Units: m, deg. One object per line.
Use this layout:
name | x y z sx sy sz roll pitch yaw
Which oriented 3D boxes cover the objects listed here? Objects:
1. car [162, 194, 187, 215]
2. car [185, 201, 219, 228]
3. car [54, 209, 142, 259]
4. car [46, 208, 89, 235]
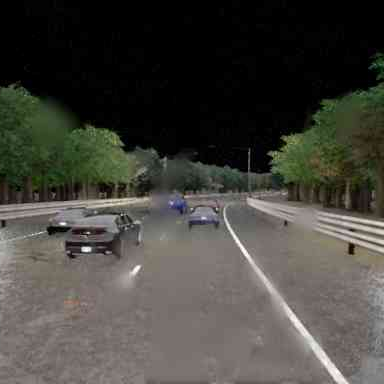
car | -1.766 1.240 34.894 2.150 2.045 5.566 0 0 5
car | 0.828 1.569 22.425 1.994 1.385 4.181 0 0 3
car | -3.136 1.500 12.552 1.837 1.490 4.892 0 0 2
car | -6.381 1.557 18.666 1.994 1.385 4.181 0 0 3
